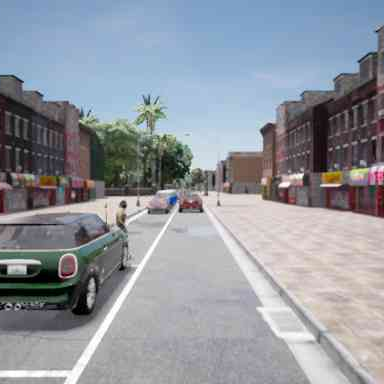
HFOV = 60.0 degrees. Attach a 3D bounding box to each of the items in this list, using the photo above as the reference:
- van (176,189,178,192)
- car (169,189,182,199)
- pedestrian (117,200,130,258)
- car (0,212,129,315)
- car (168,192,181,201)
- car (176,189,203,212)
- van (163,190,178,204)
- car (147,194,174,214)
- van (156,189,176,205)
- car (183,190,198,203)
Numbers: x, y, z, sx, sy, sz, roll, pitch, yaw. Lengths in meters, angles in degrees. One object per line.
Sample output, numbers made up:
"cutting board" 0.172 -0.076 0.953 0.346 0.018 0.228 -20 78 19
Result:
"van" -2.840 0.696 39.331 1.690 1.788 3.998 0 1 0
"car" -2.954 0.337 61.184 2.192 1.841 5.009 0 1 0
"pedestrian" -2.129 1.114 10.216 0.375 1.860 0.375 0 1 0
"car" -2.786 1.220 7.408 2.097 1.767 4.553 0 1 0
"car" -2.925 0.653 55.725 2.008 1.369 4.403 0 1 0
"car" -0.088 0.840 30.900 2.097 1.767 4.553 0 1 0
"van" -2.868 0.612 44.795 1.690 1.788 3.998 0 1 0
"car" -2.783 1.106 28.408 1.802 1.307 4.206 0 1 0
"van" -2.812 0.781 33.867 1.690 1.788 3.998 0 1 0
"car" -0.208 0.596 46.611 2.097 1.767 4.553 0 1 0
